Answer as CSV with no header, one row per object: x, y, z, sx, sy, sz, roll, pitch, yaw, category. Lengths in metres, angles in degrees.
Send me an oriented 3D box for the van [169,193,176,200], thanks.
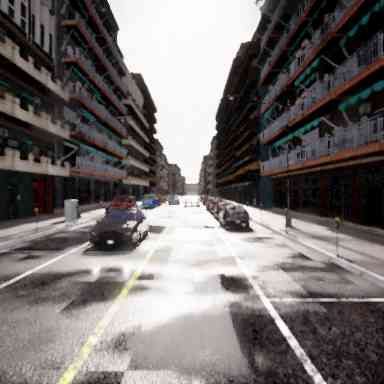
-5.665,1.234,95.421,1.690,1.788,3.998,0,0,0,van

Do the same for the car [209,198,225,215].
2.699,1.483,27.455,2.008,1.369,4.403,0,0,0,car

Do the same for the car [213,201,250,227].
2.697,1.497,21.793,2.008,1.369,4.403,0,0,0,car

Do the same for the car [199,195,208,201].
2.712,1.426,78.414,1.887,1.381,4.507,0,0,0,car

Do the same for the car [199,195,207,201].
2.713,1.408,84.242,1.752,1.417,4.829,0,0,0,car

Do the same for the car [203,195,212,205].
2.701,1.346,38.778,1.967,1.590,4.097,0,0,0,car

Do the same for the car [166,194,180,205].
-3.035,1.488,56.566,1.895,1.301,4.718,0,0,1,car

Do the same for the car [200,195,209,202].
2.710,1.427,72.748,1.887,1.381,4.507,0,0,0,car

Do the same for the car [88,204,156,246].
-3.097,1.510,15.281,2.033,1.411,5.357,0,0,0,car

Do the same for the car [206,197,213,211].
2.700,1.463,33.118,1.887,1.381,4.507,0,0,0,car

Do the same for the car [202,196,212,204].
2.707,1.411,61.593,1.752,1.417,4.829,0,0,0,car

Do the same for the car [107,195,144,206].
-5.682,1.247,27.478,2.192,1.841,5.009,0,0,0,car

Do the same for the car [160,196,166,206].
-5.677,1.206,50.125,2.192,1.841,5.009,0,0,0,car

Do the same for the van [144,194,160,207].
-5.677,1.237,44.465,1.690,1.788,3.998,0,0,0,van

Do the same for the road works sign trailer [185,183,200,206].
0.016,0.353,52.388,2.380,3.560,2.880,0,0,0,road works sign trailer

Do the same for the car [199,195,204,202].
2.705,1.327,55.761,1.967,1.590,4.097,0,0,0,car

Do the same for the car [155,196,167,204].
-5.673,1.430,61.449,1.887,1.381,4.507,0,0,0,car
